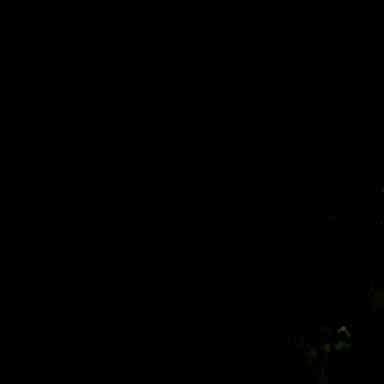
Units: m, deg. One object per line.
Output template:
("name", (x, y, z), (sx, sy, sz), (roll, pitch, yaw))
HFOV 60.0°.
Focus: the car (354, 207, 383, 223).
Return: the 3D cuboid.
("car", (11.686, 1.723, 20.626), (1.837, 1.490, 4.892), (-4, -2, 7))
